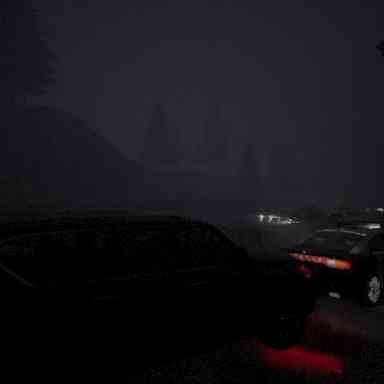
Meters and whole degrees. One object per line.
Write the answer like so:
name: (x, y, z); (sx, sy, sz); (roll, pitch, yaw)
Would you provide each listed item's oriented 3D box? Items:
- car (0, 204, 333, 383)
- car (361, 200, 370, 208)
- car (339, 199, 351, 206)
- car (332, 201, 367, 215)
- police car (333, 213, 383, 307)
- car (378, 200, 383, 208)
car: (-0.613, 1.296, 4.693); (5.566, 2.045, 2.150); (1, -1, -36)
car: (34.663, 2.405, 67.032); (1.812, 1.442, 4.674); (0, -1, 26)
car: (34.085, 2.311, 74.251); (2.128, 1.511, 4.902); (0, -1, 22)
car: (14.278, 1.928, 30.959); (1.882, 1.535, 5.008); (-1, -1, 42)
police car: (4.346, 1.551, 8.494); (5.238, 1.638, 1.930); (1, -1, -39)
car: (37.666, 2.396, 65.197); (2.128, 1.511, 4.902); (0, -1, 26)
